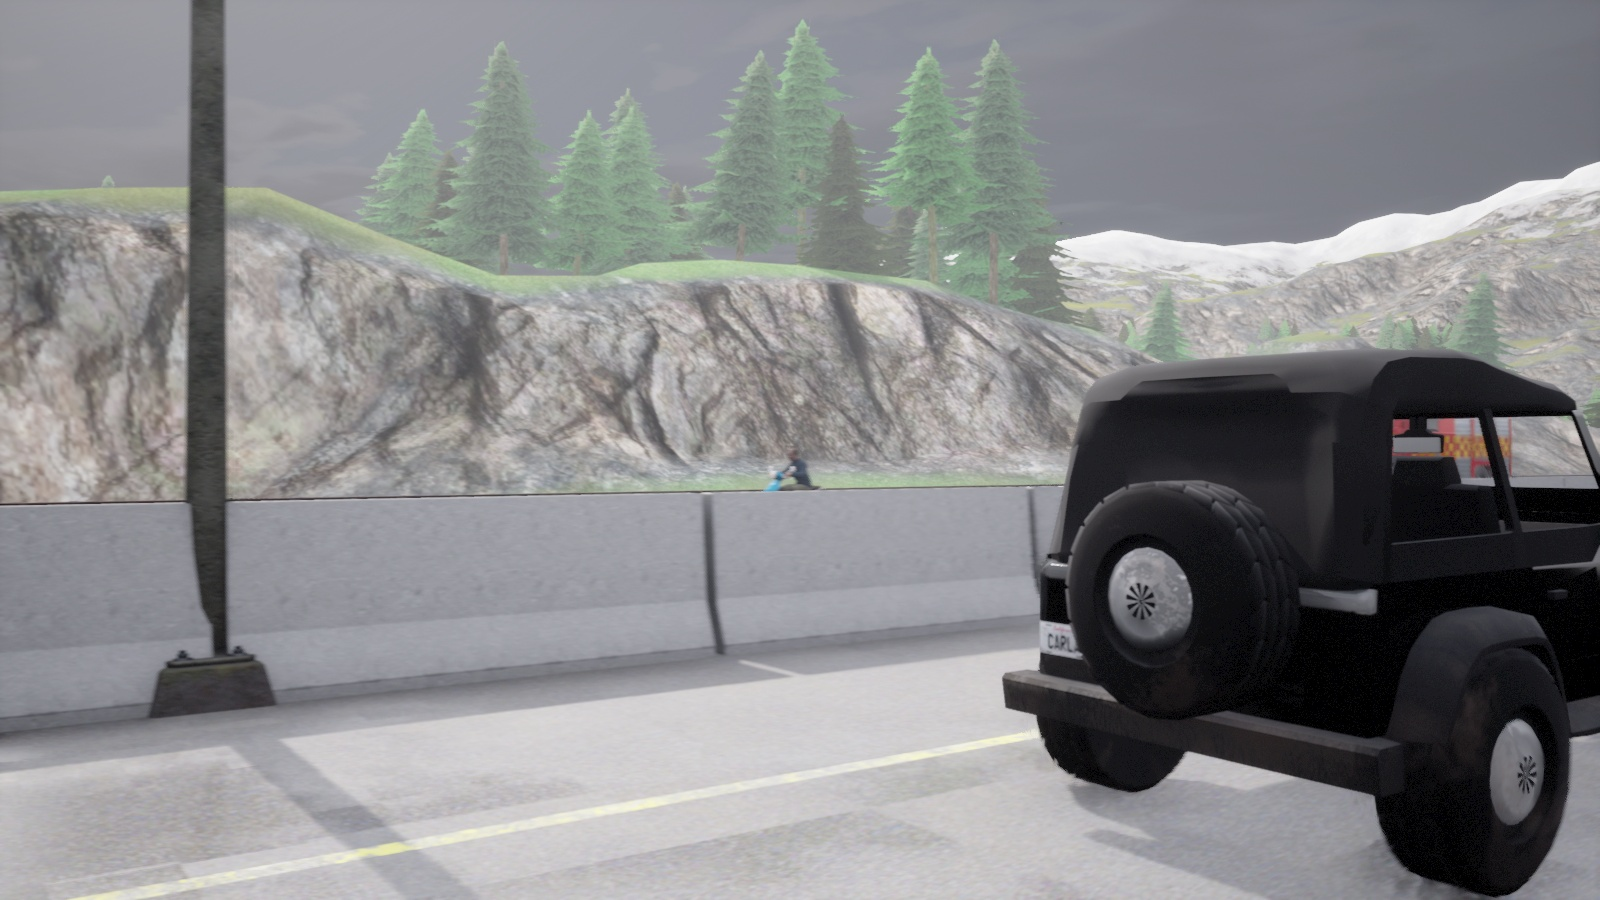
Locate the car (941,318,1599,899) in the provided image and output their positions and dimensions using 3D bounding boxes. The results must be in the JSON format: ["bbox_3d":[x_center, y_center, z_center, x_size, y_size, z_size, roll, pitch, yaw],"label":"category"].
[{"bbox_3d":[2.722,0.550,5.554,3.866,1.878,1.905,0,0,-35],"label":"car"}]

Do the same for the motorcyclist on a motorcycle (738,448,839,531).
[{"bbox_3d":[-0.218,0.760,24.829,1.817,1.590,0.866,0,0,-35],"label":"motorcyclist on a motorcycle"}]

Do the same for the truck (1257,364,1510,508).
[{"bbox_3d":[17.342,-0.366,37.056,8.468,3.827,2.891,0,0,-35],"label":"truck"}]
